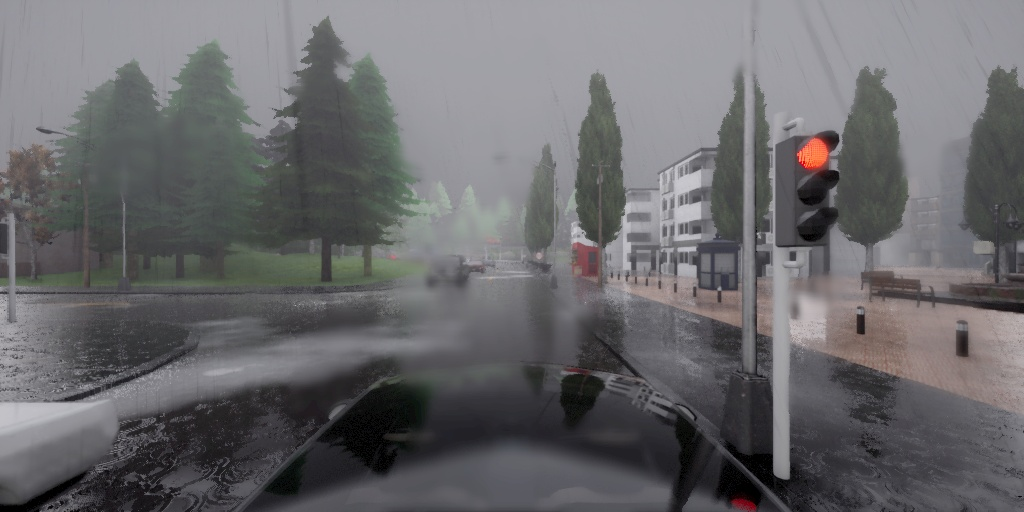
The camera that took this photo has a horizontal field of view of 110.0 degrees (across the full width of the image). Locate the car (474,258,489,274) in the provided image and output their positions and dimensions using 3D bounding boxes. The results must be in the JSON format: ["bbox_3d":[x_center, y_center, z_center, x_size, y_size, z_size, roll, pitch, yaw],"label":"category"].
[{"bbox_3d":[-4.075,1.227,41.112,1.882,1.535,5.008,0,0,0],"label":"car"}]

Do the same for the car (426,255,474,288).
[{"bbox_3d":[-4.091,0.971,23.841,2.150,2.045,5.566,0,0,0],"label":"car"}]

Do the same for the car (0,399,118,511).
[{"bbox_3d":[-4.100,1.351,0.594,1.895,1.301,4.718,0,0,0],"label":"car"}]

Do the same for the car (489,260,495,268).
[{"bbox_3d":[-3.957,1.314,62.017,1.994,1.385,4.181,0,0,0],"label":"car"}]
